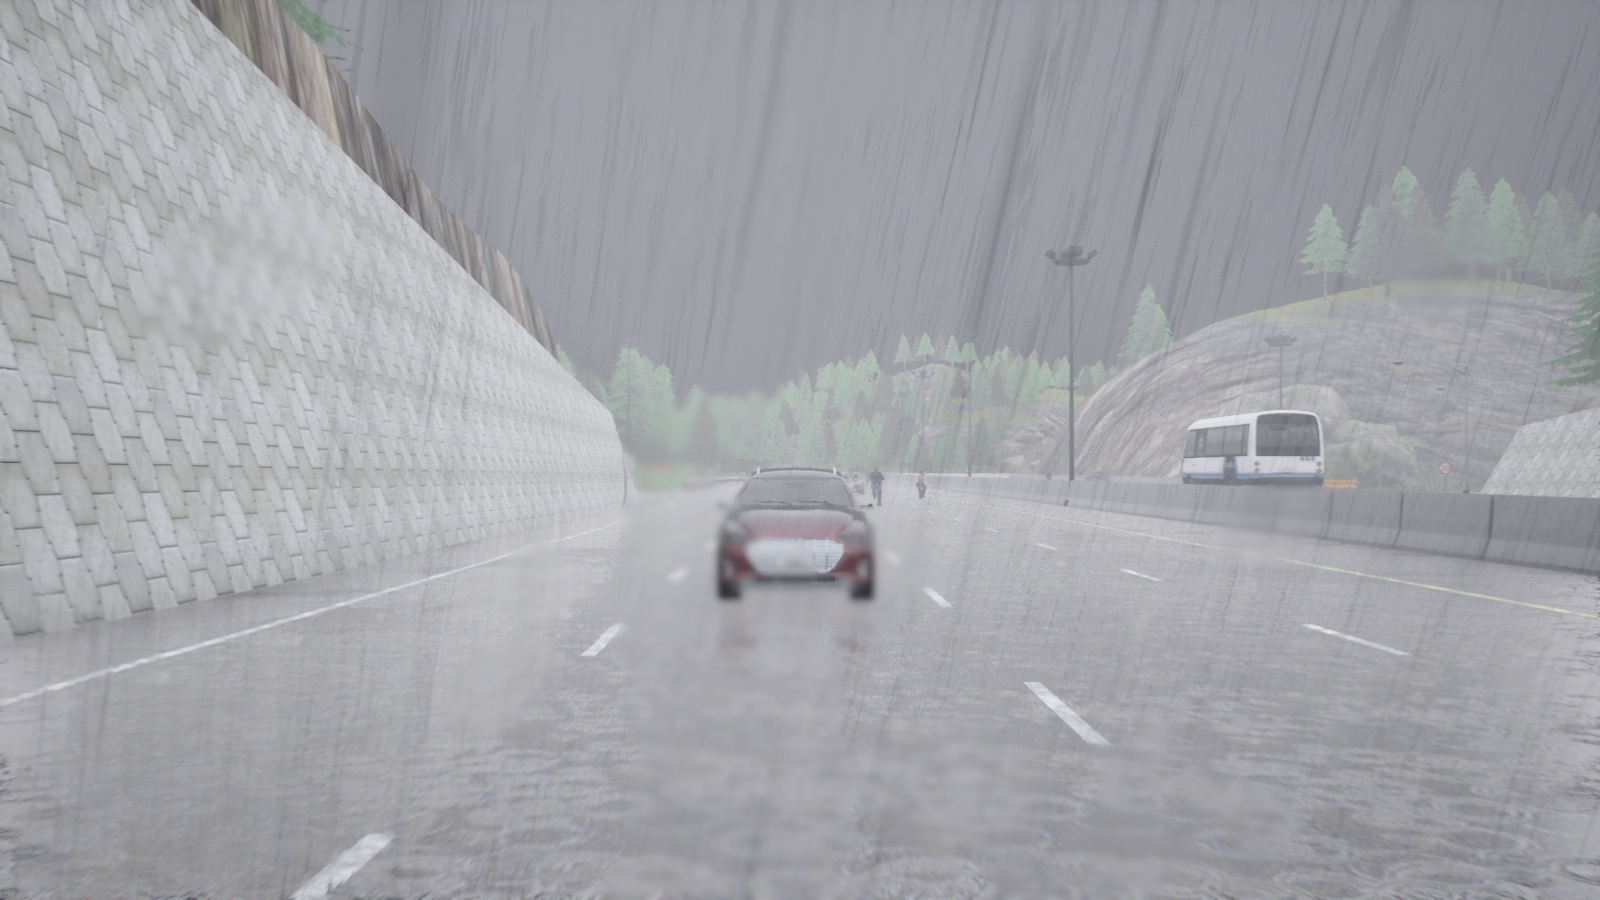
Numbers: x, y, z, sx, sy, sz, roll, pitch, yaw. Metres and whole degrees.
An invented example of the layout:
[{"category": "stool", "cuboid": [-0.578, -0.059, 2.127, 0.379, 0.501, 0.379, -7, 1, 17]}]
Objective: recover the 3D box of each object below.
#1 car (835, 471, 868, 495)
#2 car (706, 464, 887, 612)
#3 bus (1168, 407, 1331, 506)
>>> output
[{"category": "car", "cuboid": [3.302, 2.129, 81.402, 1.970, 1.475, 3.806, 0, -1, 0]}, {"category": "car", "cuboid": [-0.041, 1.020, 16.567, 2.033, 1.649, 4.856, 0, 0, 0]}, {"category": "bus", "cuboid": [20.851, 0.346, 59.235, 3.944, 4.253, 10.273, 0, -1, 0]}]
